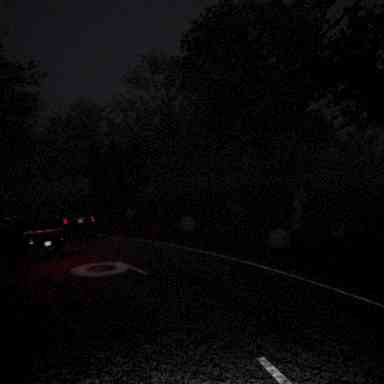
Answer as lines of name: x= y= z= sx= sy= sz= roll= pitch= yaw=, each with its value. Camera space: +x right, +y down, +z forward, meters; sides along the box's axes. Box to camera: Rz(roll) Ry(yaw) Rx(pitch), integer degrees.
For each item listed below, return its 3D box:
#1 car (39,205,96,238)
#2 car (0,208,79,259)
car: x=-7.037 y=1.425 z=16.898 sx=4.553 sy=1.767 sz=2.097 roll=-1 pitch=0 yaw=33
car: x=-6.867 y=1.584 z=13.065 sx=4.902 sy=1.511 sz=2.128 roll=0 pitch=0 yaw=40
